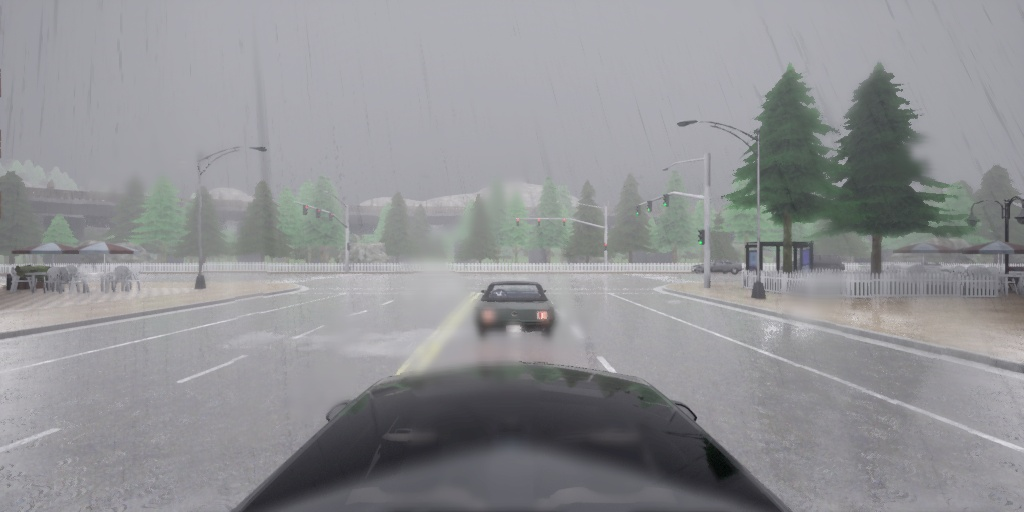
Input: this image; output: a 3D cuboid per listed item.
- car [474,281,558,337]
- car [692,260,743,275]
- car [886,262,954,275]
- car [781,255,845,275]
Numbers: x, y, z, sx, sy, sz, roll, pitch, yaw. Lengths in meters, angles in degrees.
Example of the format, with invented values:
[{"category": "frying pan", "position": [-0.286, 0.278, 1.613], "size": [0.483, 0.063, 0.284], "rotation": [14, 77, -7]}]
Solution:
[{"category": "car", "position": [0.074, 1.351, 10.216], "size": [1.895, 1.301, 4.718], "rotation": [0, 0, 0]}, {"category": "car", "position": [21.489, 1.186, 37.649], "size": [4.902, 1.511, 2.128], "rotation": [0, 0, 0]}, {"category": "car", "position": [41.808, 1.295, 36.746], "size": [4.718, 1.301, 1.895], "rotation": [0, 0, 10]}, {"category": "car", "position": [31.523, 0.916, 37.585], "size": [5.566, 2.045, 2.150], "rotation": [0, 0, 1]}]
